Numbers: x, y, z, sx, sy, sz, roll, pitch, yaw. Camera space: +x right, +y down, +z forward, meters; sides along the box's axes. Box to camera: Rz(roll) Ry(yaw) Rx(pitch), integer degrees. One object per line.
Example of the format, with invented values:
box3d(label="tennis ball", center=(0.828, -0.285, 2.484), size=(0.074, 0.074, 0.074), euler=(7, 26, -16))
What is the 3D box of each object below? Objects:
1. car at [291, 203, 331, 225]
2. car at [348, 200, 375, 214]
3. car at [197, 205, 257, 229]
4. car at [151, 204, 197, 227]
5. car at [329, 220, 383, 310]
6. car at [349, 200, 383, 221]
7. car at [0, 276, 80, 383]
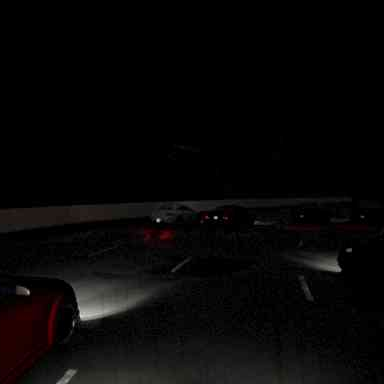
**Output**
box3d(label="car", center=(8.999, 1.540, 25.002), size=(1.882, 1.535, 5.008), euler=(0, 0, 35))
box3d(label="car", center=(19.515, 1.657, 38.279), size=(1.812, 1.442, 4.674), euler=(0, 0, 39))
box3d(label="car", center=(2.620, 1.568, 21.777), size=(2.033, 1.411, 5.357), euler=(0, 0, 29))
box3d(label="car", center=(-1.025, 1.523, 22.598), size=(1.812, 1.442, 4.674), euler=(0, 0, 27))
box3d(label="car", center=(4.392, 1.577, 6.575), size=(2.033, 1.411, 5.357), euler=(0, 0, 11))
box3d(label="car", center=(13.304, 1.567, 24.993), size=(1.882, 1.535, 5.008), euler=(0, 0, 37))
box3d(label="car", center=(-2.890, 1.546, 3.626), size=(1.994, 1.385, 4.181), euler=(0, 0, 5))
